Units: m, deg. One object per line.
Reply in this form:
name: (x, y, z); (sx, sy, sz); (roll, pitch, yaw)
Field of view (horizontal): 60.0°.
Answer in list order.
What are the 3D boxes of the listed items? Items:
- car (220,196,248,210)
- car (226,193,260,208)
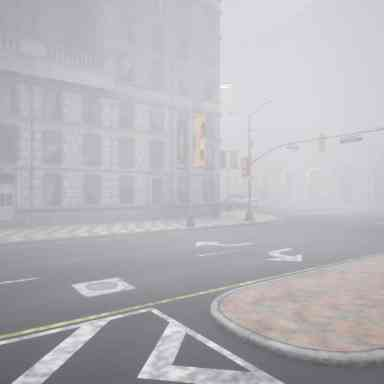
car: (4.725, 1.564, 43.414); (1.994, 1.385, 4.181); (0, 0, -36)
car: (6.897, 1.221, 46.378); (2.150, 2.045, 5.566); (0, 0, -37)
